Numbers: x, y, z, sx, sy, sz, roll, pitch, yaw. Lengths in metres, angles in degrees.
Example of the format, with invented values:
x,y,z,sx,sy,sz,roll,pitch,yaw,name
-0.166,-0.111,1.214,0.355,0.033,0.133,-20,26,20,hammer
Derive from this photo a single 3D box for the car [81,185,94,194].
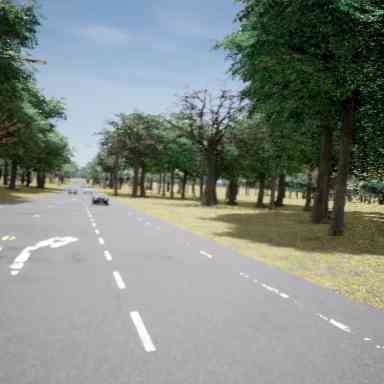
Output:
x,y,z,sx,sy,sz,roll,pitch,yaw,name
-25.583,-0.633,82.216,2.150,2.045,5.566,3,1,-19,car

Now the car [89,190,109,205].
x,y,z,sx,sy,sz,roll,pitch,yaw,name
-11.623,0.867,41.908,1.895,1.301,4.718,3,0,-19,car

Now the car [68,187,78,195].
x,y,z,sx,sy,sz,roll,pitch,yaw,name
-25.638,-0.237,71.657,2.128,1.511,4.902,3,1,-19,car
